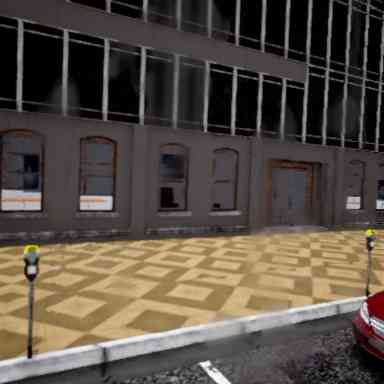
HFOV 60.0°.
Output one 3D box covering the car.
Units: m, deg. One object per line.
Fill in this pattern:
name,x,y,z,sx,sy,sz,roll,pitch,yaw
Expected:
car,4.137,1.561,4.551,4.206,1.307,1.802,1,2,-26
